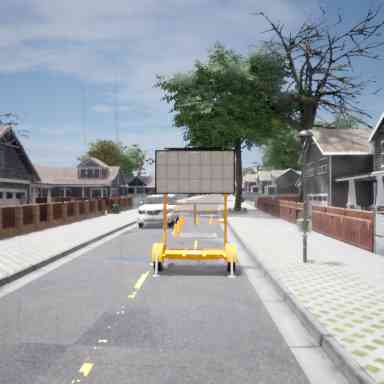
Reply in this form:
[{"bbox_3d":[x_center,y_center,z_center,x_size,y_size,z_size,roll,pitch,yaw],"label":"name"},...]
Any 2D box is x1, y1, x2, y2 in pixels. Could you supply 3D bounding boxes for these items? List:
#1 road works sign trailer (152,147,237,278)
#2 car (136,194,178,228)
[{"bbox_3d":[0.097,0.457,10.144,2.380,3.560,2.880,0,0,2],"label":"road works sign trailer"},{"bbox_3d":[-2.160,1.190,22.256,2.150,2.045,5.566,0,0,3],"label":"car"}]
